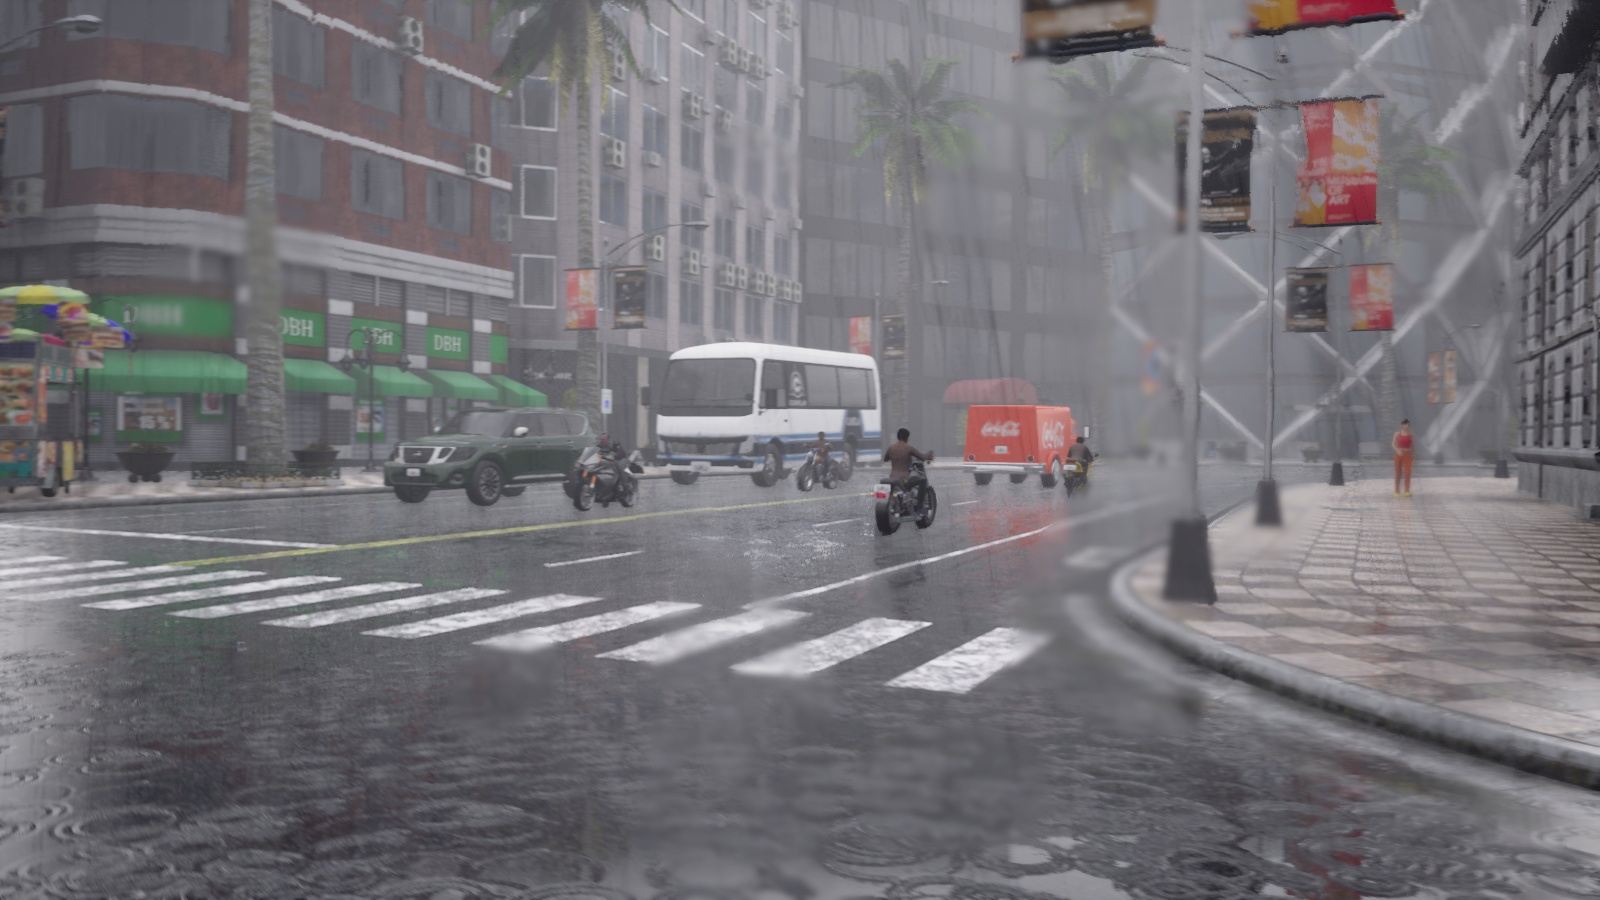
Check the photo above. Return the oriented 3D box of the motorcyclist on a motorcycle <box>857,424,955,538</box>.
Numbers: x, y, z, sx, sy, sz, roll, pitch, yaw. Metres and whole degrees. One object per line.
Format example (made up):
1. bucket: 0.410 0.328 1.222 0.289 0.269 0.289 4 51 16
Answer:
1. motorcyclist on a motorcycle: 1.684 0.443 19.460 0.766 1.649 2.350 0 1 24

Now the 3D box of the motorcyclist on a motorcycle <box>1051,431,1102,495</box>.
1. motorcyclist on a motorcycle: 6.813 0.302 30.835 0.797 1.523 2.044 0 1 25

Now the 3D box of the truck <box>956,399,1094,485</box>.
1. truck: 7.102 -0.265 39.143 2.627 2.467 5.204 0 1 30

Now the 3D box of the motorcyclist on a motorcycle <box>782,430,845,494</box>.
1. motorcyclist on a motorcycle: 0.382 0.288 33.533 0.766 1.649 2.350 0 1 25

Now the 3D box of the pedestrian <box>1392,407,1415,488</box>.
1. pedestrian: 13.939 -0.056 29.011 0.345 1.836 0.594 0 1 12

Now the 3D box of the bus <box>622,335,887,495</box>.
1. bus: -1.004 -1.092 38.930 3.944 4.253 10.273 0 2 25

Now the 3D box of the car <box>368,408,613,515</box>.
1. car: -6.449 0.186 27.005 2.150 2.045 5.566 0 1 24

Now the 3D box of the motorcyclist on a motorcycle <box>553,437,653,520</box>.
1. motorcyclist on a motorcycle: -3.797 0.511 24.446 0.866 1.530 2.191 0 1 24
